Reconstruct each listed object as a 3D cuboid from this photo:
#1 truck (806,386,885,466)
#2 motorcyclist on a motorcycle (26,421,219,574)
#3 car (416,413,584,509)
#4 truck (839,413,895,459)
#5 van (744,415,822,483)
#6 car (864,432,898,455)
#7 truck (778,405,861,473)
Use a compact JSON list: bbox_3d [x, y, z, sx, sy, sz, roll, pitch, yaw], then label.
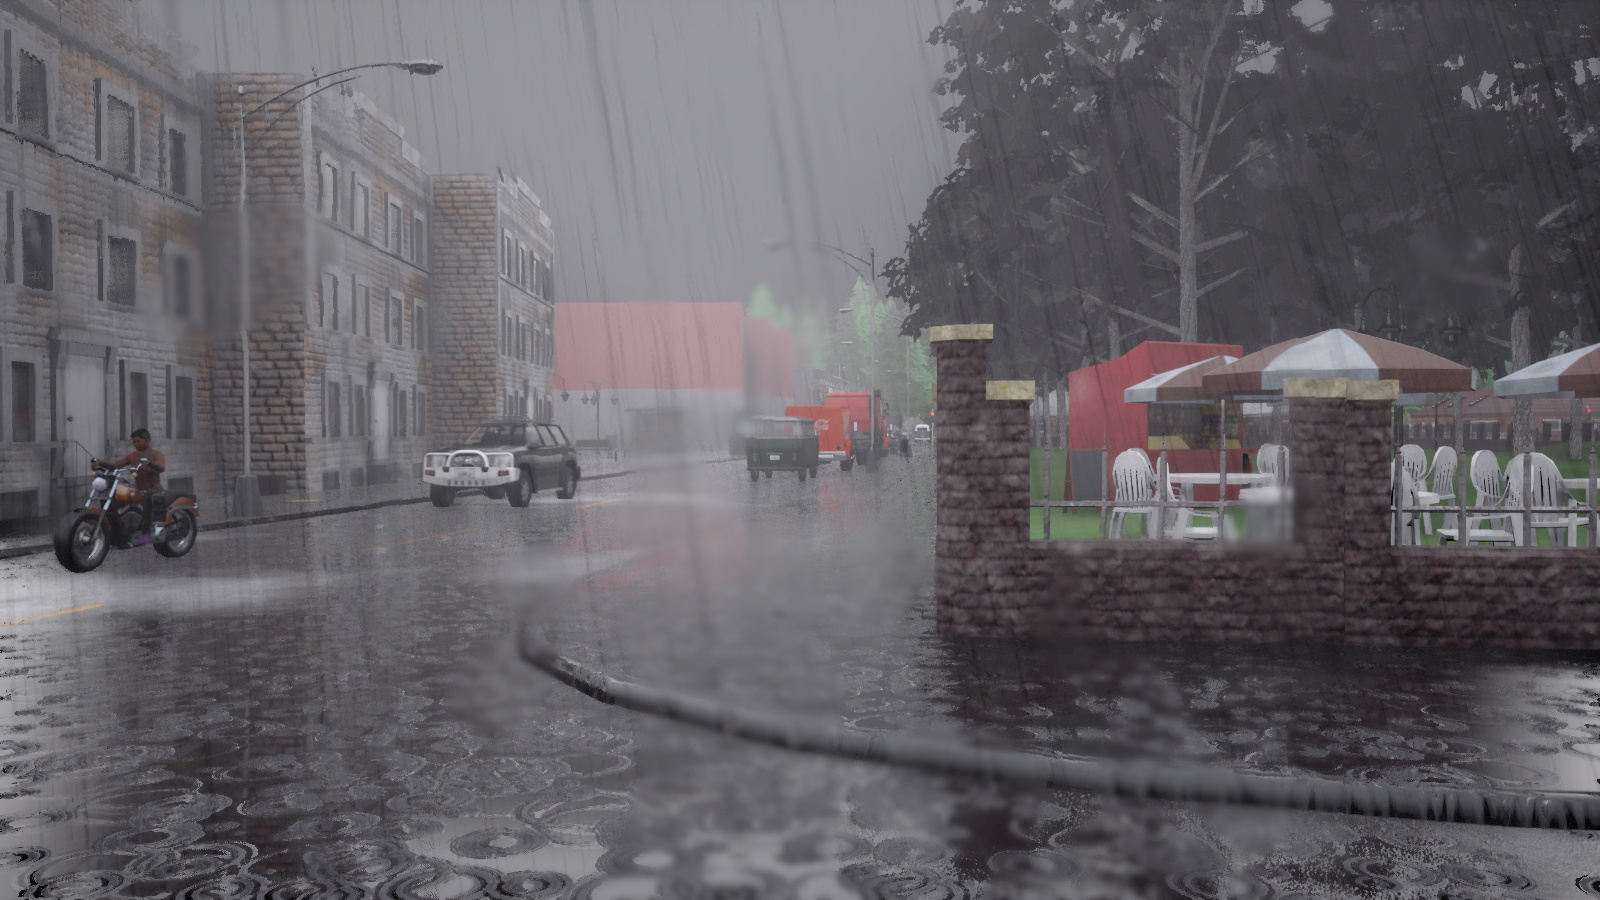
[{"bbox_3d":[2.263,-1.120,58.858,2.891,3.462,7.936,0,1,8],"label":"truck"},{"bbox_3d":[-7.907,0.498,14.817,0.766,1.649,2.350,0,1,8],"label":"motorcyclist on a motorcycle"},{"bbox_3d":[-6.248,0.174,26.749,1.932,1.855,4.605,0,1,8],"label":"car"},{"bbox_3d":[3.763,-0.796,69.571,2.627,2.467,5.204,0,1,8],"label":"truck"},{"bbox_3d":[-0.468,-0.073,39.281,1.775,1.987,4.442,0,1,8],"label":"van"},{"bbox_3d":[5.194,-0.447,79.788,1.812,1.442,4.674,0,1,8],"label":"car"},{"bbox_3d":[0.832,-0.461,48.557,2.627,2.467,5.204,0,1,7],"label":"truck"}]
